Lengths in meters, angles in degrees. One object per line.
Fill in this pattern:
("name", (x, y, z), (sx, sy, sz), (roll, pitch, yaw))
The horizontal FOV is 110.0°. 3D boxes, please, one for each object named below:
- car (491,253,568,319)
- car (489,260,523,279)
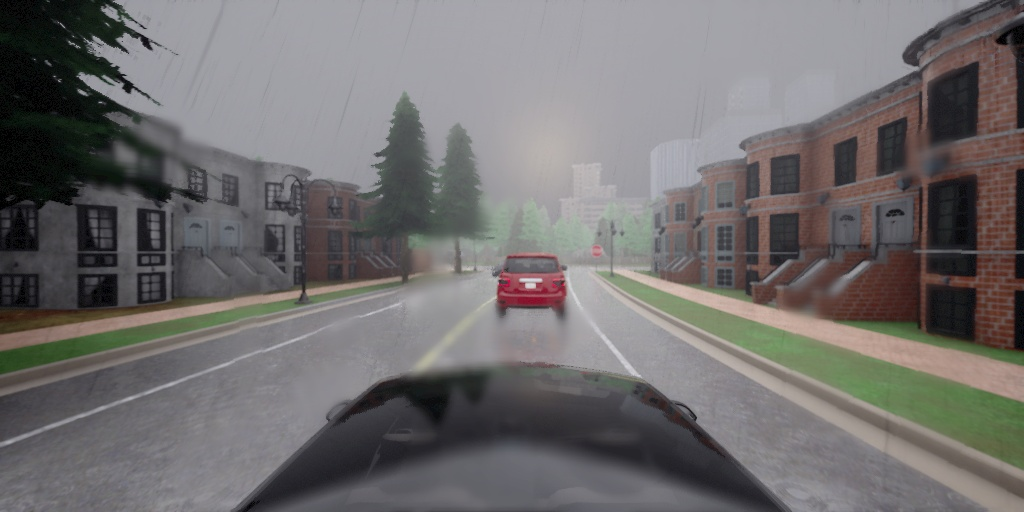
("car", (0.788, 0.911, 12.797), (2.150, 2.045, 5.566), (0, 0, 6))
("car", (-0.400, 1.131, 31.298), (2.033, 1.411, 5.357), (0, 0, 9))
